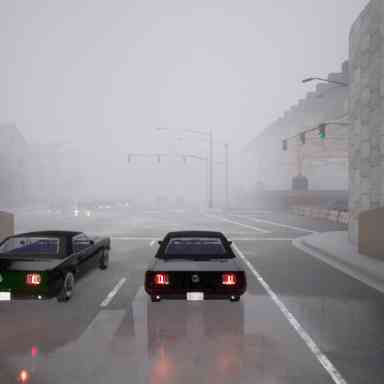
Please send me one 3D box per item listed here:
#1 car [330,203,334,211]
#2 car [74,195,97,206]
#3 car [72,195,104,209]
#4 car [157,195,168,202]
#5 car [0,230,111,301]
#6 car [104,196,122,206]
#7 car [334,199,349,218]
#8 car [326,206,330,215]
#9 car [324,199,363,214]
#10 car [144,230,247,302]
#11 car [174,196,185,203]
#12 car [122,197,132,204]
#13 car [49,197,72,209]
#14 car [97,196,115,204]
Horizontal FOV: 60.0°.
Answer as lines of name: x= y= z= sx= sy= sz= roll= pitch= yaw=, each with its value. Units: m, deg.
car: x=13.943 y=1.453 z=26.156 sx=2.038 sy=1.542 sz=4.974 roll=0 pitch=0 yaw=-35
car: x=-17.131 y=1.352 z=53.705 sx=2.097 sy=1.767 sz=4.553 roll=0 pitch=0 yaw=2
car: x=-13.864 y=1.478 z=44.707 sx=1.882 sy=1.535 sz=5.008 roll=0 pitch=0 yaw=2
car: x=-6.142 y=1.367 z=69.397 sx=1.994 sy=1.385 sz=4.181 roll=0 pitch=0 yaw=1
car: x=-3.423 y=1.601 z=8.247 sx=1.895 sy=1.301 sz=4.718 roll=0 pitch=0 yaw=0
car: x=-13.607 y=1.547 z=54.530 sx=2.033 sy=1.411 sz=5.357 roll=0 pitch=0 yaw=2
car: x=13.973 y=1.295 z=26.113 sx=1.853 sy=1.218 sz=4.536 roll=0 pitch=0 yaw=-35
car: x=14.050 y=1.453 z=30.763 sx=4.974 sy=1.542 sz=2.038 roll=0 pitch=0 yaw=-45
car: x=14.086 y=1.295 z=30.799 sx=4.536 sy=1.218 sz=1.853 roll=0 pitch=0 yaw=-45
car: x=0.077 y=1.601 z=8.238 sx=1.895 sy=1.301 sz=4.718 roll=0 pitch=0 yaw=0
car: x=-2.643 y=1.564 z=69.309 sx=1.994 sy=1.385 sz=4.181 roll=0 pitch=0 yaw=1
car: x=-13.245 y=1.601 z=66.111 sx=1.895 sy=1.301 sz=4.718 roll=0 pitch=0 yaw=2
car: x=-17.370 y=1.491 z=44.504 sx=2.128 sy=1.511 sz=4.902 roll=0 pitch=0 yaw=2
car: x=-16.767 y=1.548 z=65.358 sx=2.033 sy=1.411 sz=5.357 roll=0 pitch=0 yaw=2
